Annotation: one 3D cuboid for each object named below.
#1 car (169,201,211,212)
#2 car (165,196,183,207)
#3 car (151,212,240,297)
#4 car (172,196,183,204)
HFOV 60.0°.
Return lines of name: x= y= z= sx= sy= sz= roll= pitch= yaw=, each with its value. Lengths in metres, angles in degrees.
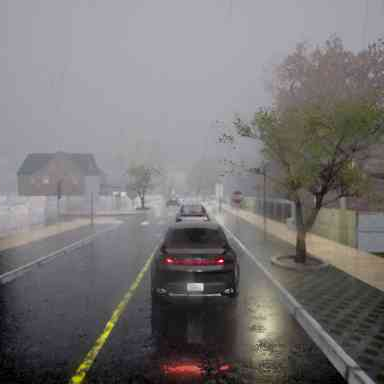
car: x=0.035 y=1.486 z=18.681 sx=2.128 sy=1.511 sz=4.902 roll=0 pitch=0 yaw=0
car: x=-2.854 y=1.593 z=50.099 sx=1.994 sy=1.385 sz=4.181 roll=0 pitch=0 yaw=0
car: x=0.072 y=1.500 z=8.530 sx=1.837 sy=1.490 sz=4.892 roll=0 pitch=0 yaw=0
car: x=-2.801 y=1.598 z=65.865 sx=1.812 sy=1.442 sz=4.674 roll=0 pitch=0 yaw=0
